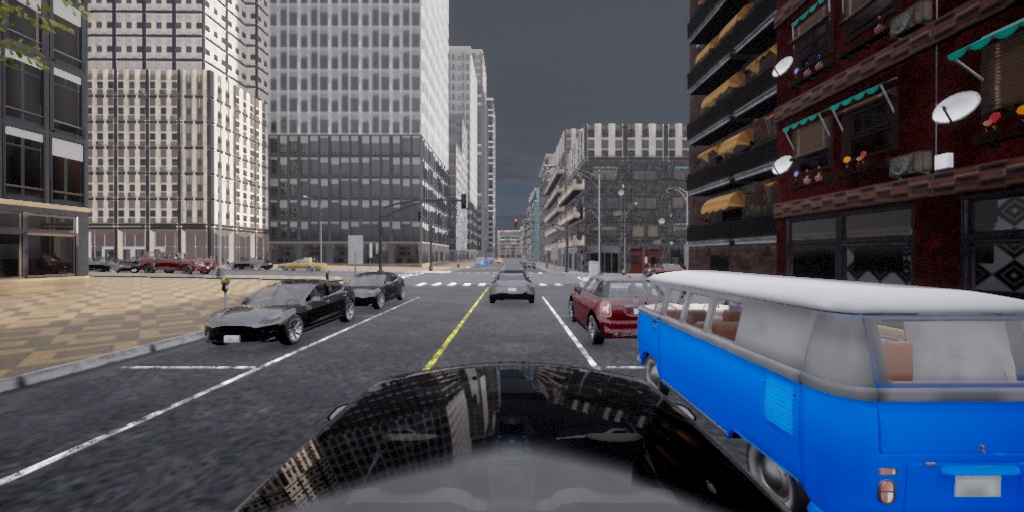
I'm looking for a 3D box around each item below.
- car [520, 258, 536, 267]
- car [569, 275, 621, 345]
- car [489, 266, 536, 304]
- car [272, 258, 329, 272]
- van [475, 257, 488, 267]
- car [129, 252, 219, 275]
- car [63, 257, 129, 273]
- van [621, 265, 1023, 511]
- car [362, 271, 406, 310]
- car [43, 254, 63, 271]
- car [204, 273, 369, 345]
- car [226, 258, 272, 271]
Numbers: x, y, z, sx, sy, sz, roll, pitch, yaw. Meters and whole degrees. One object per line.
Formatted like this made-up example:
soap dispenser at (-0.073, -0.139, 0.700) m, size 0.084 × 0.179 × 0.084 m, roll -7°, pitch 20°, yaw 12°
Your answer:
car at (2.690, 1.321, 54.357) m, size 1.948 × 1.339 × 4.313 m, roll 0°, pitch 0°, yaw 0°
car at (2.690, 1.188, 9.466) m, size 1.967 × 1.591 × 4.097 m, roll 0°, pitch 0°, yaw 0°
car at (0.000, 1.322, 16.501) m, size 1.994 × 1.385 × 4.181 m, roll 0°, pitch 0°, yaw 0°
car at (-22.045, 0.880, 37.810) m, size 4.829 × 1.417 × 1.751 m, roll 0°, pitch 0°, yaw -1°
van at (-5.691, 1.099, 64.323) m, size 1.690 × 1.789 × 3.998 m, roll 0°, pitch 0°, yaw 0°
car at (-27.387, 0.590, 29.280) m, size 5.009 × 1.841 × 2.192 m, roll 0°, pitch 0°, yaw -1°
car at (-33.006, 0.736, 29.217) m, size 4.313 × 1.339 × 1.948 m, roll 0°, pitch 0°, yaw -1°
van at (2.690, 1.089, 3.916) m, size 1.690 × 1.789 × 3.998 m, roll 0°, pitch 0°, yaw 0°
car at (-5.691, 1.314, 14.712) m, size 1.948 × 1.339 × 4.313 m, roll 0°, pitch 0°, yaw 0°
car at (-38.623, 0.611, 29.154) m, size 4.507 × 1.381 × 1.888 m, roll 0°, pitch 0°, yaw -1°
car at (-5.691, 1.314, 9.465) m, size 1.948 × 1.339 × 4.313 m, roll 0°, pitch 0°, yaw 0°
car at (-27.490, 0.816, 37.661) m, size 4.313 × 1.339 × 1.948 m, roll 0°, pitch 0°, yaw -1°
